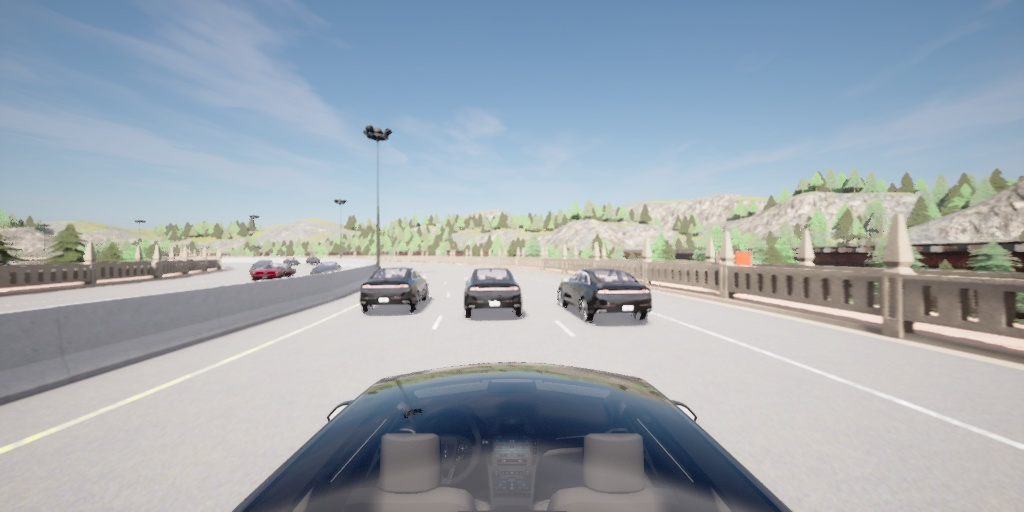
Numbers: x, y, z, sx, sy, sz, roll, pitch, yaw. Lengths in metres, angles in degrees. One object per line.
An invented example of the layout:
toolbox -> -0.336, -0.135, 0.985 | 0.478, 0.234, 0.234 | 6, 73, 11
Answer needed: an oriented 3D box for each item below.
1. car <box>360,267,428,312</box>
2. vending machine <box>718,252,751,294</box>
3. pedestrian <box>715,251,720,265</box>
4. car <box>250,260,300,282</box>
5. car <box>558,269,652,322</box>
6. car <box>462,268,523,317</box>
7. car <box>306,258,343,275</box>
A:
car -> -4.389, 1.179, 13.849 | 2.128, 1.511, 4.902 | 0, 0, -7
vending machine -> 10.326, 0.806, 16.665 | 1.100, 2.100, 0.880 | 0, 0, -8
pedestrian -> 10.183, 0.650, 17.622 | 0.375, 1.860, 0.375 | 0, 0, -8
car -> -18.273, 1.253, 27.677 | 1.895, 1.301, 4.718 | 0, 0, -18
car -> 2.853, 1.163, 11.979 | 2.128, 1.511, 4.902 | 0, 0, -6
car -> -0.758, 1.171, 12.915 | 2.128, 1.511, 4.902 | 0, 0, -6
car -> -15.317, 1.173, 29.964 | 2.033, 1.411, 5.357 | 0, 0, -18
